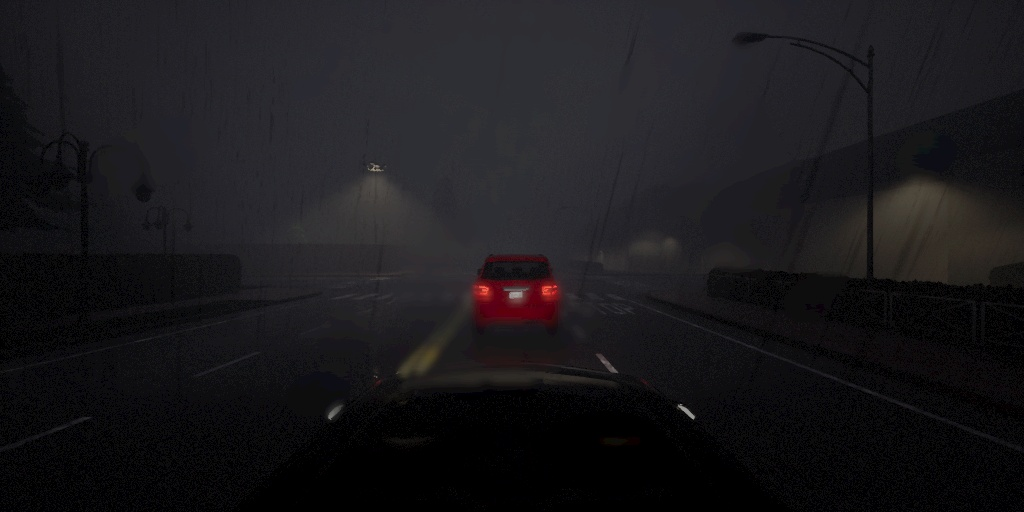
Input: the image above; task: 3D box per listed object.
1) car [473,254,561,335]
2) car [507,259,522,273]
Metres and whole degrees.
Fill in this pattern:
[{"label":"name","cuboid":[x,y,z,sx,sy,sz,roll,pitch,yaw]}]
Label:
[{"label":"car","cuboid":[0.113,0.971,10.698,2.150,2.045,5.566,0,0,0]},{"label":"car","cuboid":[0.317,1.228,45.553,1.882,1.535,5.008,0,0,1]}]
